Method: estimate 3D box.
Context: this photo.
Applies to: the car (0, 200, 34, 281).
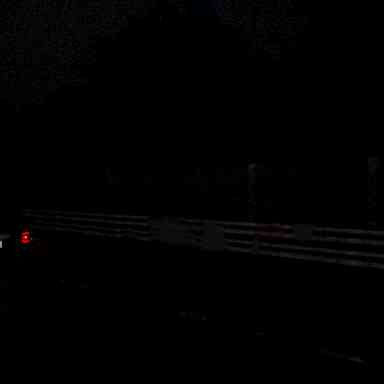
[{"bbox_3d":[-6.308,1.206,8.573,5.566,2.045,2.150,0,0,36],"label":"car"}]
